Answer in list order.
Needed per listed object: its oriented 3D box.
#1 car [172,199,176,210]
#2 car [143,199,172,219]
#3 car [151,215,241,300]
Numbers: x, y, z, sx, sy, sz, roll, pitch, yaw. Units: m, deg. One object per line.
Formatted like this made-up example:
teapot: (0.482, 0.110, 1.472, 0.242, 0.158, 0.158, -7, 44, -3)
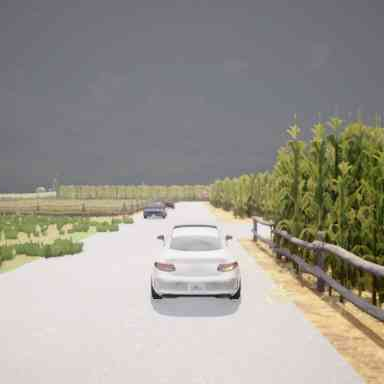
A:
car: (-3.184, 1.596, 43.227, 1.895, 1.301, 4.718, 0, 0, 0)
car: (-3.163, 1.545, 29.679, 2.033, 1.411, 5.357, 0, 0, -1)
car: (0.078, 1.525, 8.245, 1.812, 1.442, 4.674, 0, 0, 0)
